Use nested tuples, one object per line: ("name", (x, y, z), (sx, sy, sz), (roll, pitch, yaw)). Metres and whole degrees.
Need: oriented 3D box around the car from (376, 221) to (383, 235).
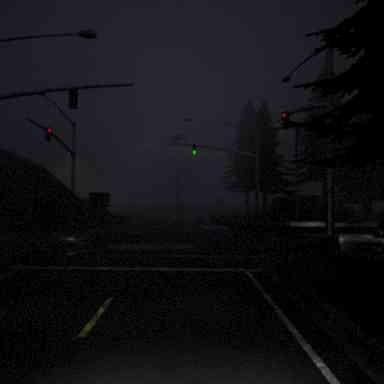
("car", (14.185, 1.993, 20.969), (4.553, 1.767, 2.097), (0, -1, 0))
